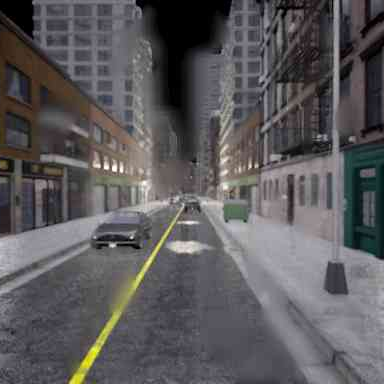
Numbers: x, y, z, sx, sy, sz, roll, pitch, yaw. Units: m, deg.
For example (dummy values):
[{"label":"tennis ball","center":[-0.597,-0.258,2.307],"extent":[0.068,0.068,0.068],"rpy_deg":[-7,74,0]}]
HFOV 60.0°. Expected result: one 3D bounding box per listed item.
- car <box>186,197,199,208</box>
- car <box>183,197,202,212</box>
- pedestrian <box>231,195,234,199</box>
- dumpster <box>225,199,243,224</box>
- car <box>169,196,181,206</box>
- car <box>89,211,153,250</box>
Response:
[{"label":"car","center":[0.028,1.497,48.984],"extent":[1.837,1.490,4.892],"rpy_deg":[0,0,0]},{"label":"car","center":[0.059,1.491,38.375],"extent":[1.837,1.490,4.892],"rpy_deg":[0,0,1]},{"label":"pedestrian","center":[3.019,1.128,25.103],"extent":[0.375,1.860,0.375],"rpy_deg":[-1,1,-14]},{"label":"dumpster","center":[3.025,1.382,24.101],"extent":[1.020,1.700,1.940],"rpy_deg":[0,0,0]},{"label":"car","center":[-2.787,1.488,55.878],"extent":[2.128,1.511,4.902],"rpy_deg":[0,0,1]},{"label":"car","center":[-2.846,1.539,14.590],"extent":[2.033,1.411,5.357],"rpy_deg":[0,0,0]}]
